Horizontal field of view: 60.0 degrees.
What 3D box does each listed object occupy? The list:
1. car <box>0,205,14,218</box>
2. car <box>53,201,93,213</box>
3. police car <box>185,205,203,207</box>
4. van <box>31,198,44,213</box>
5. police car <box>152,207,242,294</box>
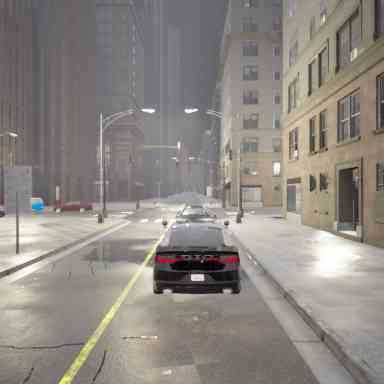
[{"bbox_3d":[-19.611,1.524,30.592,5.009,1.841,2.192,-1,0,0],"label":"car"},{"bbox_3d":[-13.957,1.727,39.094,4.507,1.381,1.887,-1,0,0],"label":"car"},{"bbox_3d":[0.121,1.510,18.522,2.038,1.542,4.974,0,0,0],"label":"police car"},{"bbox_3d":[-19.584,1.591,39.117,3.998,1.788,1.690,-1,0,0],"label":"van"},{"bbox_3d":[0.107,1.427,8.917,1.930,1.638,5.238,0,0,0],"label":"police car"}]
